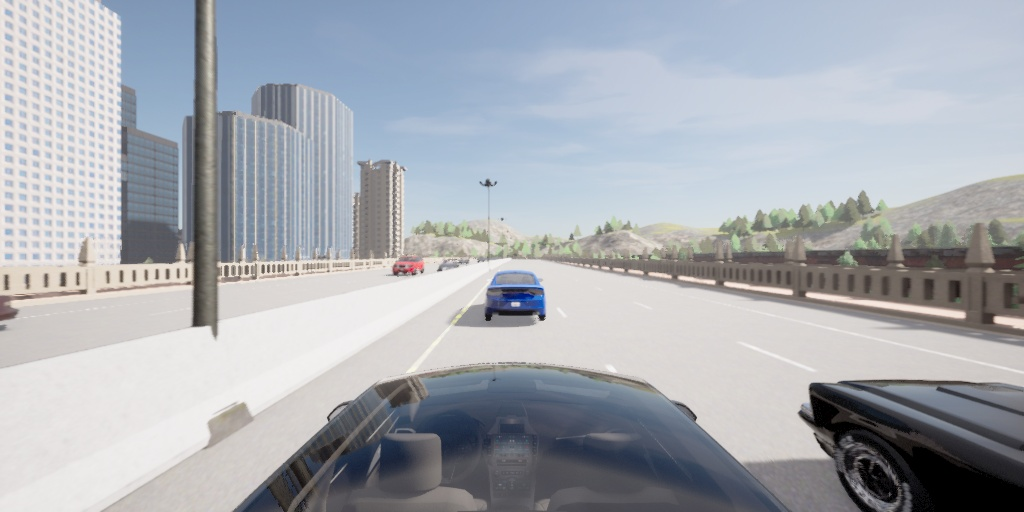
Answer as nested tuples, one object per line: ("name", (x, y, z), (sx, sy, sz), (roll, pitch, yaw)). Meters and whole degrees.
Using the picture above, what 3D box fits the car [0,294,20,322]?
("car", (-14.099, 1.295, 7.101), (2.033, 1.411, 5.357), (0, 0, 0))

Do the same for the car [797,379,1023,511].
("car", (3.600, 1.351, 1.177), (1.895, 1.301, 4.718), (0, 0, 0))

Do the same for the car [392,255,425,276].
("car", (-10.582, 0.956, 37.187), (2.150, 2.045, 5.566), (0, 0, 0))

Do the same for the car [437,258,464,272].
("car", (-7.074, 1.227, 40.320), (2.128, 1.511, 4.902), (0, 0, 0))

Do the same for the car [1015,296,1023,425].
("car", (7.099, 1.242, 1.848), (2.128, 1.511, 4.902), (0, 0, 0))

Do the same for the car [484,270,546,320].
("car", (0.105, 1.224, 12.684), (1.882, 1.535, 5.008), (0, 0, 0))
